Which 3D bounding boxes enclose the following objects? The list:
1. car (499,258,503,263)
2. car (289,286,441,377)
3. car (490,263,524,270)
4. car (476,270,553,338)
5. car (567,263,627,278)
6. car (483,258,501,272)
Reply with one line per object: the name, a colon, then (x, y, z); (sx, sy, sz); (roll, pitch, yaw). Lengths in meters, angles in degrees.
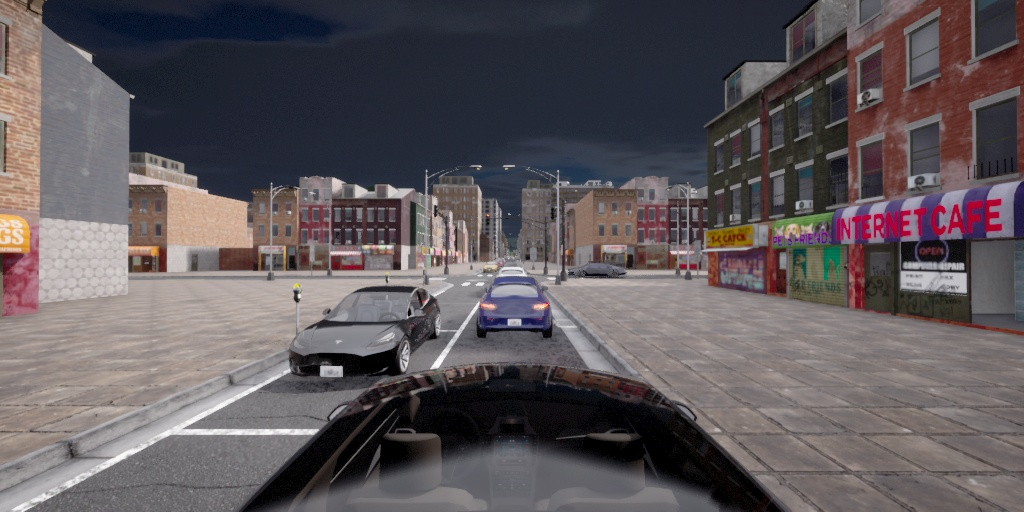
car: (-2.694, 1.356, 50.793); (1.888, 1.381, 4.507); (0, 0, 0)
car: (-2.645, 1.317, 7.420); (1.948, 1.339, 4.313); (0, 0, 0)
car: (-0.003, 1.285, 19.234); (1.812, 1.442, 4.674); (0, 0, 0)
car: (0.069, 1.278, 10.100); (1.812, 1.442, 4.674); (0, 0, 0)
car: (7.710, 1.313, 33.023); (5.357, 1.411, 2.033); (0, 0, 0)
car: (-2.688, 1.323, 45.018); (1.751, 1.417, 4.829); (0, 0, 0)
